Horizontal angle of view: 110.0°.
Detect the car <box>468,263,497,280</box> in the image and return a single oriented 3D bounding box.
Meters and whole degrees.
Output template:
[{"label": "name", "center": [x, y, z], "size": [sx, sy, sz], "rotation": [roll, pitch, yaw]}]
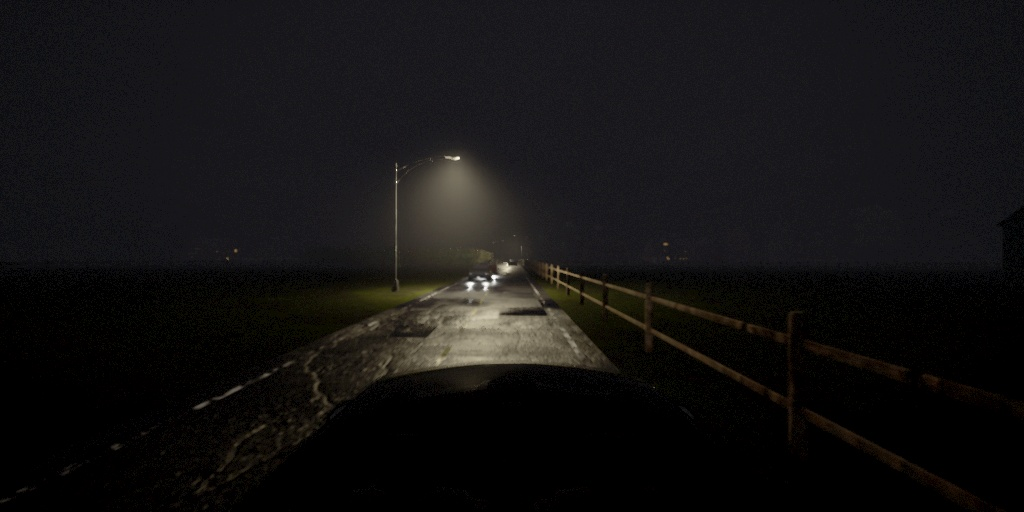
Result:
[{"label": "car", "center": [-2.706, 1.348, 31.656], "size": [2.033, 1.411, 5.357], "rotation": [0, 0, 0]}]
